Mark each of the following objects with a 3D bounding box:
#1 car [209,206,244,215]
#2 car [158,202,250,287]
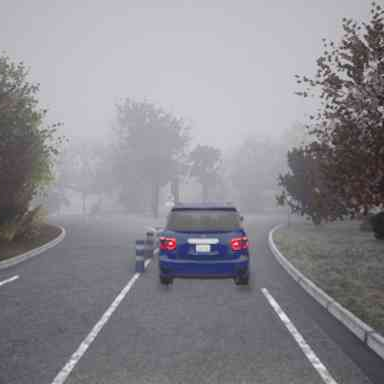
[{"bbox_3d":[5.488,2.921,53.779,5.357,1.411,2.033,-1,-2,36],"label":"car"},{"bbox_3d":[0.371,1.308,9.748,2.150,2.045,5.566,0,-1,3],"label":"car"}]
